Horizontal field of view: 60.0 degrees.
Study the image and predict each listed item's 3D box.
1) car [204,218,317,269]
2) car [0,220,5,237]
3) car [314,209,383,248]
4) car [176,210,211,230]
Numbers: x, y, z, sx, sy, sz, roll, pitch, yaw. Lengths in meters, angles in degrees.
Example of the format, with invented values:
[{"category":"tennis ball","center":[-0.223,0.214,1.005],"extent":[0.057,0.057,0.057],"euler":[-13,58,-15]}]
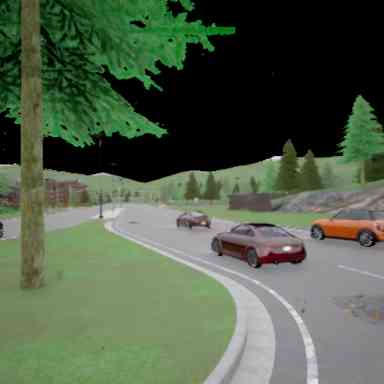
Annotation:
[{"category":"car","center":[2.330,1.852,12.542],"extent":[1.994,1.385,4.181],"euler":[-1,-2,-21]},{"category":"car","center":[-14.352,2.228,21.533],"extent":[2.097,1.767,4.553],"euler":[-1,-1,4]},{"category":"car","center":[8.090,1.624,16.658],"extent":[2.097,1.767,4.553],"euler":[-1,-2,-21]},{"category":"car","center":[0.090,2.244,27.258],"extent":[1.812,1.442,4.674],"euler":[-1,-2,-20]}]
